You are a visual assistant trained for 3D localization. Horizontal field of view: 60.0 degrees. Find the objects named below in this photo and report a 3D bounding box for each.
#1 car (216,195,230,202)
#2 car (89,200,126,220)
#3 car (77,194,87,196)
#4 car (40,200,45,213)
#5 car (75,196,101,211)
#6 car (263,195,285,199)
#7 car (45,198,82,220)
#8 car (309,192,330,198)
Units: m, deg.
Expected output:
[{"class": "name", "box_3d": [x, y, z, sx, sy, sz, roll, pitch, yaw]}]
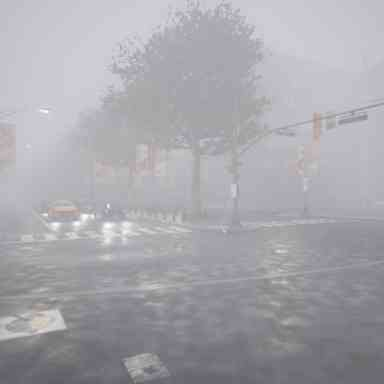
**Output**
[{"class": "car", "box_3d": [5.951, 1.410, 68.747, 2.161, 1.482, 4.786, 0, 0, -29]}, {"class": "car", "box_3d": [-7.119, 1.600, 28.346, 1.895, 1.301, 4.718, 0, 0, -29]}, {"class": "car", "box_3d": [-27.410, 1.272, 82.069, 2.097, 1.767, 4.553, 0, 0, -29]}, {"class": "car", "box_3d": [-16.013, 1.547, 37.331, 2.033, 1.411, 5.357, 0, 0, -28]}, {"class": "car", "box_3d": [-12.081, 1.491, 37.422, 2.128, 1.511, 4.902, 0, 0, -29]}, {"class": "car", "box_3d": [15.447, 1.317, 60.053, 2.002, 1.452, 4.674, 0, 0, -29]}, {"class": "car", "box_3d": [-10.983, 1.477, 28.115, 1.882, 1.535, 5.008, 0, 0, -29]}, {"class": "car", "box_3d": [32.109, 1.024, 83.643, 2.435, 2.045, 5.566, 0, 0, -29]}]
